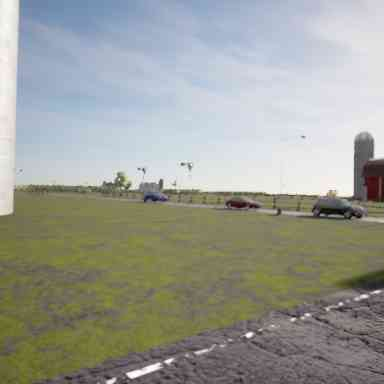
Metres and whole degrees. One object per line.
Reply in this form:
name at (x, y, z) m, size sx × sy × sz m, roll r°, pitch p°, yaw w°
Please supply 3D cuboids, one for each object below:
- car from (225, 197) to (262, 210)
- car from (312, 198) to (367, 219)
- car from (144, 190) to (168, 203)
car at (6.128, 1.325, 39.763) m, size 1.882 × 1.535 × 5.008 m, roll 2°, pitch 0°, yaw -36°
car at (13.230, 1.374, 29.945) m, size 2.097 × 1.767 × 4.553 m, roll 2°, pitch 0°, yaw -36°
car at (-6.293, 0.778, 57.083) m, size 2.150 × 2.045 × 5.566 m, roll 2°, pitch -1°, yaw -36°
